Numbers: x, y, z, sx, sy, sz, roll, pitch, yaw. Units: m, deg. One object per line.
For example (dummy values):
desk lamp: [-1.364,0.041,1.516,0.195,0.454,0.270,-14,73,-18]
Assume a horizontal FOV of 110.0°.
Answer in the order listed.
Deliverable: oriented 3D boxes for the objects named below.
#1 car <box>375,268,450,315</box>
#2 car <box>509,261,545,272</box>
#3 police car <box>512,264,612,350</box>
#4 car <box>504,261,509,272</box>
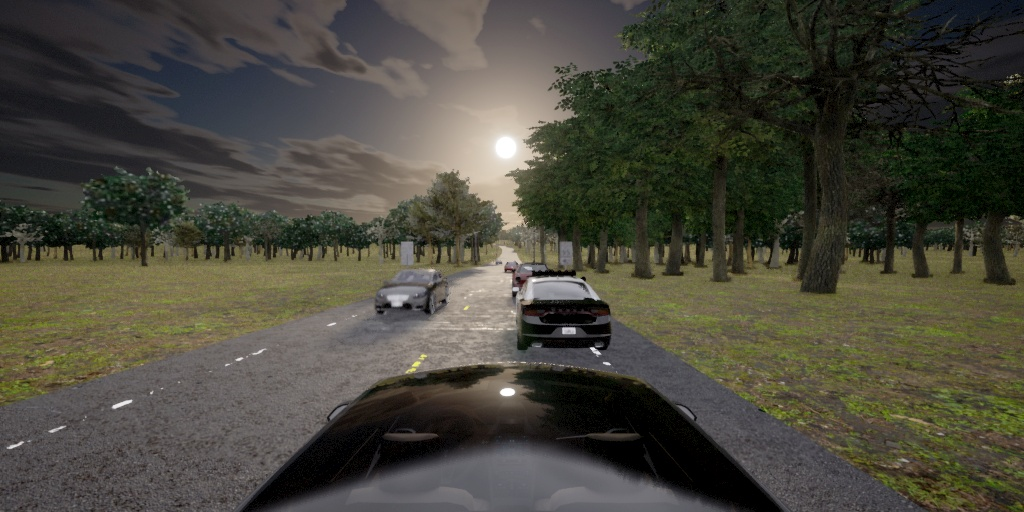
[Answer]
car: [-3.602,1.241,13.681,2.128,1.511,4.902,0,0,0]
car: [1.044,1.102,19.040,2.097,1.767,4.553,0,0,0]
police car: [1.047,1.173,9.175,1.930,1.638,5.238,0,0,0]
car: [0.019,1.370,46.848,1.994,1.385,4.181,0,0,0]
